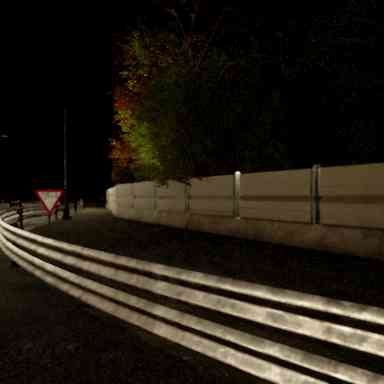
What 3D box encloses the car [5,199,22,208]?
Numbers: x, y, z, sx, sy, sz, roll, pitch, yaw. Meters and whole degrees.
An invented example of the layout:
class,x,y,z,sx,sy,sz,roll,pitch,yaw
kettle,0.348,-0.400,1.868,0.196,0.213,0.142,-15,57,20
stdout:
class,x,y,z,sx,sy,sz,roll,pitch,yaw
car,-33.673,2.181,63.514,2.128,1.511,4.902,0,0,-23
